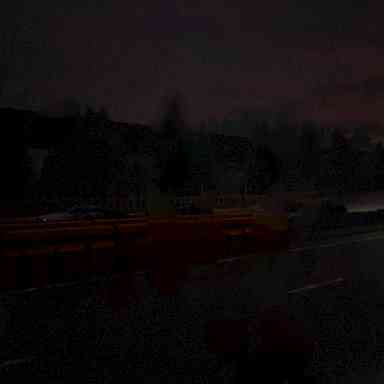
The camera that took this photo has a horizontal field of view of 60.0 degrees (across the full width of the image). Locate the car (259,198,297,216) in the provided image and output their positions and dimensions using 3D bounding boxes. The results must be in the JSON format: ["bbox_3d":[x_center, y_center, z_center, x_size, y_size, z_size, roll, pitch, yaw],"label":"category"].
[{"bbox_3d":[8.362,1.386,30.805,4.892,1.490,1.837,-2,1,-34],"label":"car"}]

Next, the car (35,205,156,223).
[{"bbox_3d":[-4.268,1.491,13.769,4.902,1.511,2.128,0,0,-34],"label":"car"}]

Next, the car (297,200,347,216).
[{"bbox_3d":[11.374,1.405,28.525,4.181,1.385,1.994,-2,1,-34],"label":"car"}]

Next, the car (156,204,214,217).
[{"bbox_3d":[-0.854,1.491,20.308,4.902,1.511,2.128,0,0,-34],"label":"car"}]
